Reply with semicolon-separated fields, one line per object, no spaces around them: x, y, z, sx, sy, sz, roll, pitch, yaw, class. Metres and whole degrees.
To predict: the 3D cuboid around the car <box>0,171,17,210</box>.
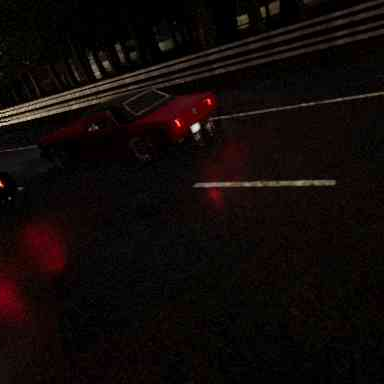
-5.863;0.229;7.240;4.718;1.301;1.895;-1;30;35;car

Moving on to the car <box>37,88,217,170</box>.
-1.823;-1.583;8.101;4.718;1.301;1.895;0;31;35;car
